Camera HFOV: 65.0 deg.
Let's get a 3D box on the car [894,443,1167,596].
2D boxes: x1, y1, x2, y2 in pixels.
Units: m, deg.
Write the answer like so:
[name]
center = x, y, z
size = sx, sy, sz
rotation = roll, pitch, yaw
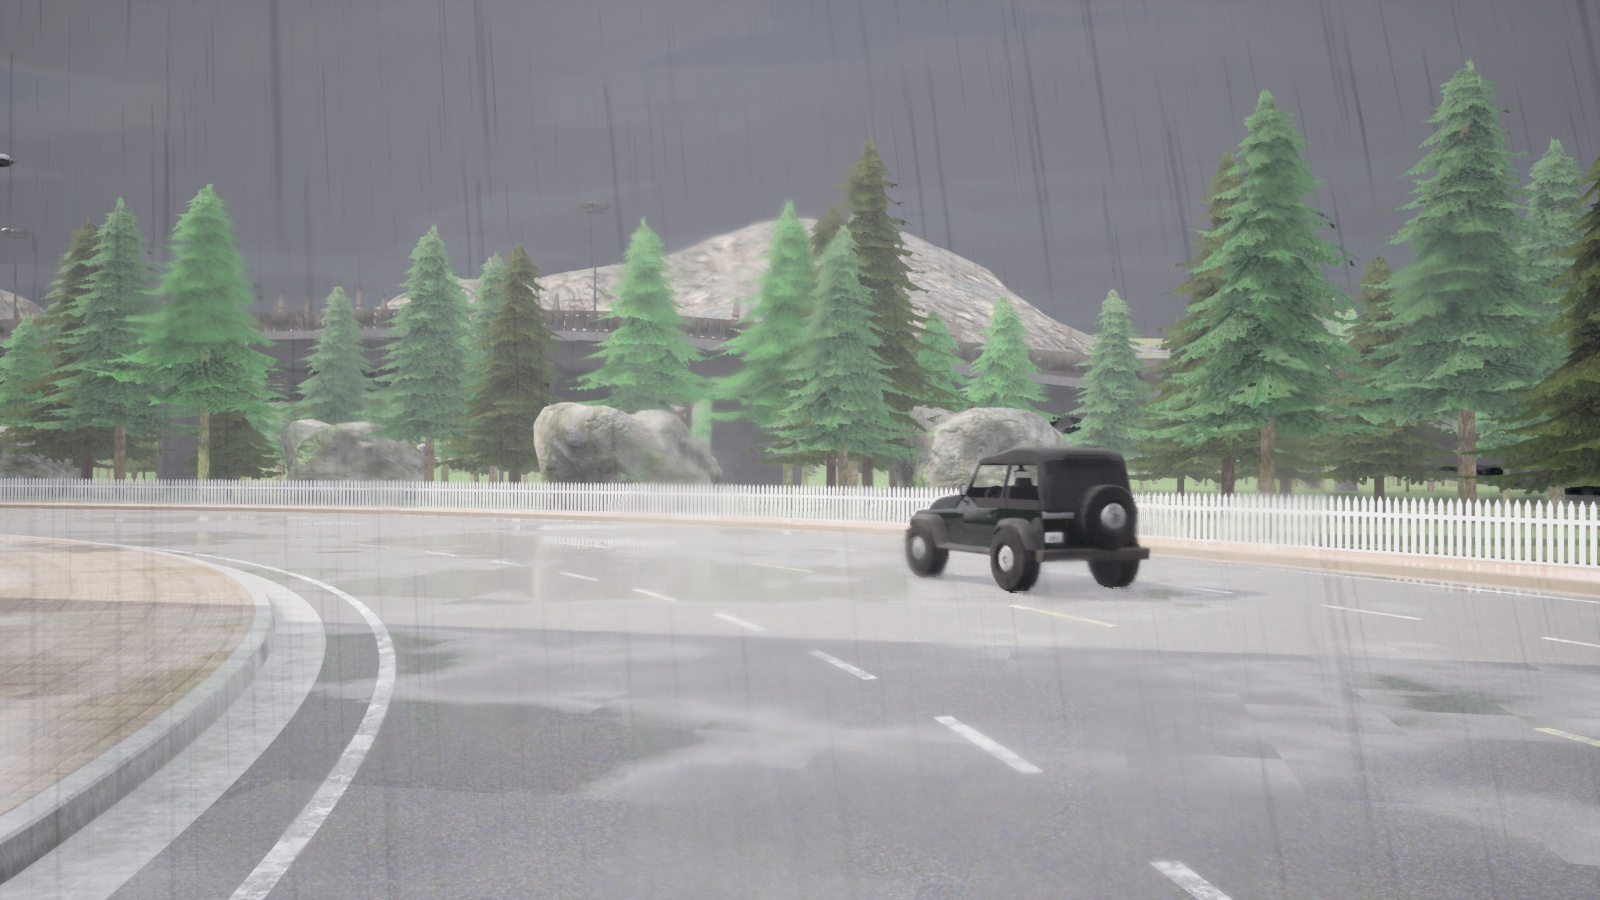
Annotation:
[car]
center = 3.069, 0.893, 17.565
size = 1.905, 1.878, 3.866
rotation = 0, -1, -24
